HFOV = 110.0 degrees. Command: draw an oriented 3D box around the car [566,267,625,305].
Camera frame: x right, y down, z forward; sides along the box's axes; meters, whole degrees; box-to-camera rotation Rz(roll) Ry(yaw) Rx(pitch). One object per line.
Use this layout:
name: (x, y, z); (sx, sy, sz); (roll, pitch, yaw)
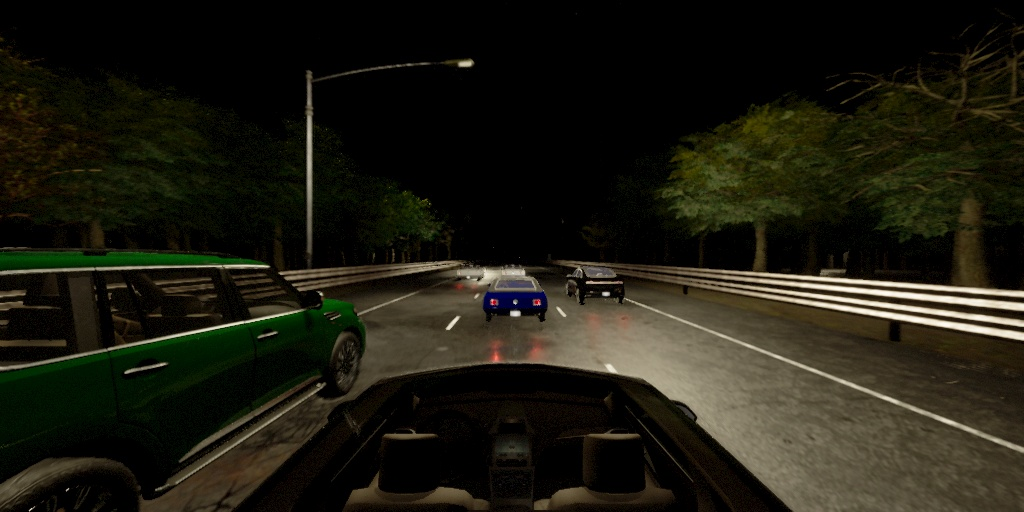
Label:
car: (3.600, 1.239, 16.131); (2.128, 1.511, 4.902); (0, 0, 0)

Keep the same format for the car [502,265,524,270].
car: (0.102, 1.375, 30.126); (1.895, 1.301, 4.718); (0, 0, 0)

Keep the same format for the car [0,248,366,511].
car: (-3.401, 0.971, 3.365); (2.150, 2.045, 5.566); (0, 0, 0)

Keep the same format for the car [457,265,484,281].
car: (-3.405, 1.376, 30.200); (1.895, 1.301, 4.718); (0, 0, 0)

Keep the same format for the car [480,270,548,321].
car: (0.101, 1.347, 12.404); (1.895, 1.301, 4.718); (0, 0, 0)
